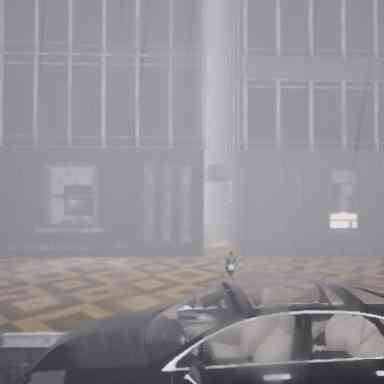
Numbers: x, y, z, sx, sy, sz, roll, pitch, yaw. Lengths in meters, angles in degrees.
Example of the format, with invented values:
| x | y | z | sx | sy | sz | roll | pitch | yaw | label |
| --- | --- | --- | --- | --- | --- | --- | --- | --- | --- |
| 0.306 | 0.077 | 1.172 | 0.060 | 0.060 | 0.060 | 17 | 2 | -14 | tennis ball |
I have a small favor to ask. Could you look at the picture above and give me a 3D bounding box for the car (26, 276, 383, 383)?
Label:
| x | y | z | sx | sy | sz | roll | pitch | yaw | label |
| --- | --- | --- | --- | --- | --- | --- | --- | --- | --- |
| 0.672 | 1.610 | 3.330 | 4.403 | 1.369 | 2.008 | 0 | -1 | -2 | car |
